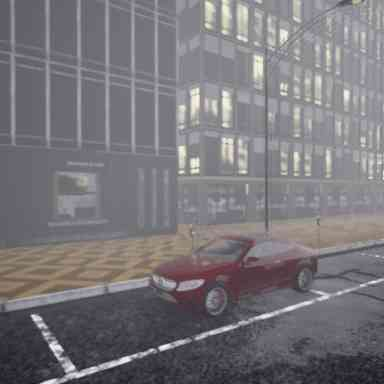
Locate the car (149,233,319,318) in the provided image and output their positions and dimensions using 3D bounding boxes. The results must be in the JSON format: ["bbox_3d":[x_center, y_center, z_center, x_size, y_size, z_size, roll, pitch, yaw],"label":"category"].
[{"bbox_3d":[1.104,1.595,7.354,4.206,1.307,1.802,0,0,-36],"label":"car"}]
